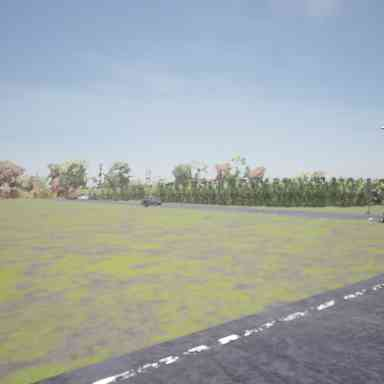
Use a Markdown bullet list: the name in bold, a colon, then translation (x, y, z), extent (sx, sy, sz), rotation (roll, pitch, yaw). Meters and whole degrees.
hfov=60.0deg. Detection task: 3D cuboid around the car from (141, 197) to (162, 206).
- **car**: translation (-6.812, 1.544, 55.771), extent (1.837, 1.490, 4.892), rotation (-1, 0, -36)
